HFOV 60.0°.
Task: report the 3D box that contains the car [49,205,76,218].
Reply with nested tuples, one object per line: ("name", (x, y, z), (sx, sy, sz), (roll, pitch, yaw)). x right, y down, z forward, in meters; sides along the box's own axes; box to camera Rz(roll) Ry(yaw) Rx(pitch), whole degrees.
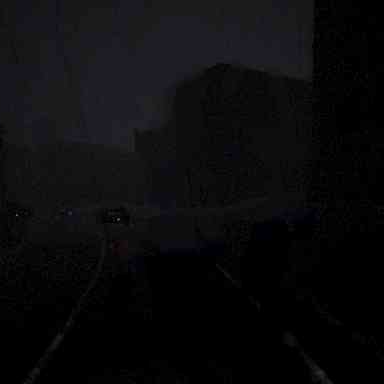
("car", (-15.058, 2.226, 38.727), (1.812, 1.442, 4.674), (-3, 0, -40))

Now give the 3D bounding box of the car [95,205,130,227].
("car", (-6.017, 1.698, 24.752), (2.128, 1.511, 4.902), (-2, 0, -25))

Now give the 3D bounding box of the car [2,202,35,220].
("car", (-20.809, 2.244, 39.641), (5.566, 2.045, 2.150), (-4, -1, 44))
